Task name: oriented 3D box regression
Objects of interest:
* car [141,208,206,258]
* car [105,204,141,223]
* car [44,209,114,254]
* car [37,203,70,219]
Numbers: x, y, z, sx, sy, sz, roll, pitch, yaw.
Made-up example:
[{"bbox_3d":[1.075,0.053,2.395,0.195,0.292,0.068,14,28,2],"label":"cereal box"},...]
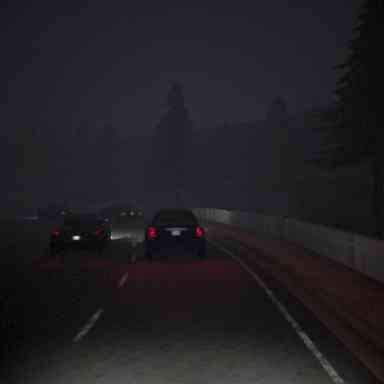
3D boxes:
[{"bbox_3d":[-0.846,1.387,13.176,2.097,1.767,4.553,0,0,-9],"label":"car"},{"bbox_3d":[-5.693,1.617,26.125,2.033,1.411,5.357,0,0,-33],"label":"car"},{"bbox_3d":[-4.469,1.600,13.746,1.994,1.385,4.181,0,0,-11],"label":"car"},{"bbox_3d":[-11.541,1.638,27.987,1.994,1.385,4.181,0,0,-40],"label":"car"}]
